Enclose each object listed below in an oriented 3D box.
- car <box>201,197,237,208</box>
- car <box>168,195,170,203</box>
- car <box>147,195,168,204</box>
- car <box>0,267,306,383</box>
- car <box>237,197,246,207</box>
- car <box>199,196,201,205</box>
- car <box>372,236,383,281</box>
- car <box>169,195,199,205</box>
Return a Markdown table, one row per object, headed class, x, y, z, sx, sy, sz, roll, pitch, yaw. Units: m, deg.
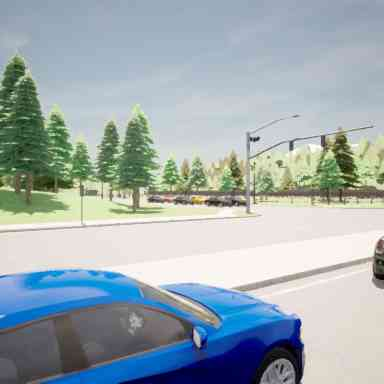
| class | x | y | z | sx | sy | sz | roll | pitch | yaw |
| --- | --- | --- | --- | --- | --- | --- | --- | --- | --- |
| car | 3.962 | 1.478 | 49.893 | 1.882 | 1.535 | 5.008 | 0 | 0 | -35 |
| car | -4.636 | 1.352 | 68.443 | 2.097 | 1.767 | 4.553 | 0 | 0 | -35 |
| car | -7.242 | 1.505 | 66.020 | 1.837 | 1.490 | 4.892 | 0 | 0 | -35 |
| car | -1.026 | 1.478 | 3.017 | 5.008 | 1.535 | 1.882 | 0 | 0 | -35 |
| car | 6.581 | 1.478 | 52.258 | 1.882 | 1.535 | 5.008 | 0 | 0 | -35 |
| car | 1.107 | 1.478 | 60.113 | 1.882 | 1.535 | 5.008 | 0 | 0 | -35 |
| car | 6.657 | 1.351 | 8.522 | 4.553 | 1.767 | 2.097 | 0 | 0 | -35 |
| car | -1.416 | 1.505 | 57.599 | 1.837 | 1.490 | 4.892 | 0 | 0 | -35 |
